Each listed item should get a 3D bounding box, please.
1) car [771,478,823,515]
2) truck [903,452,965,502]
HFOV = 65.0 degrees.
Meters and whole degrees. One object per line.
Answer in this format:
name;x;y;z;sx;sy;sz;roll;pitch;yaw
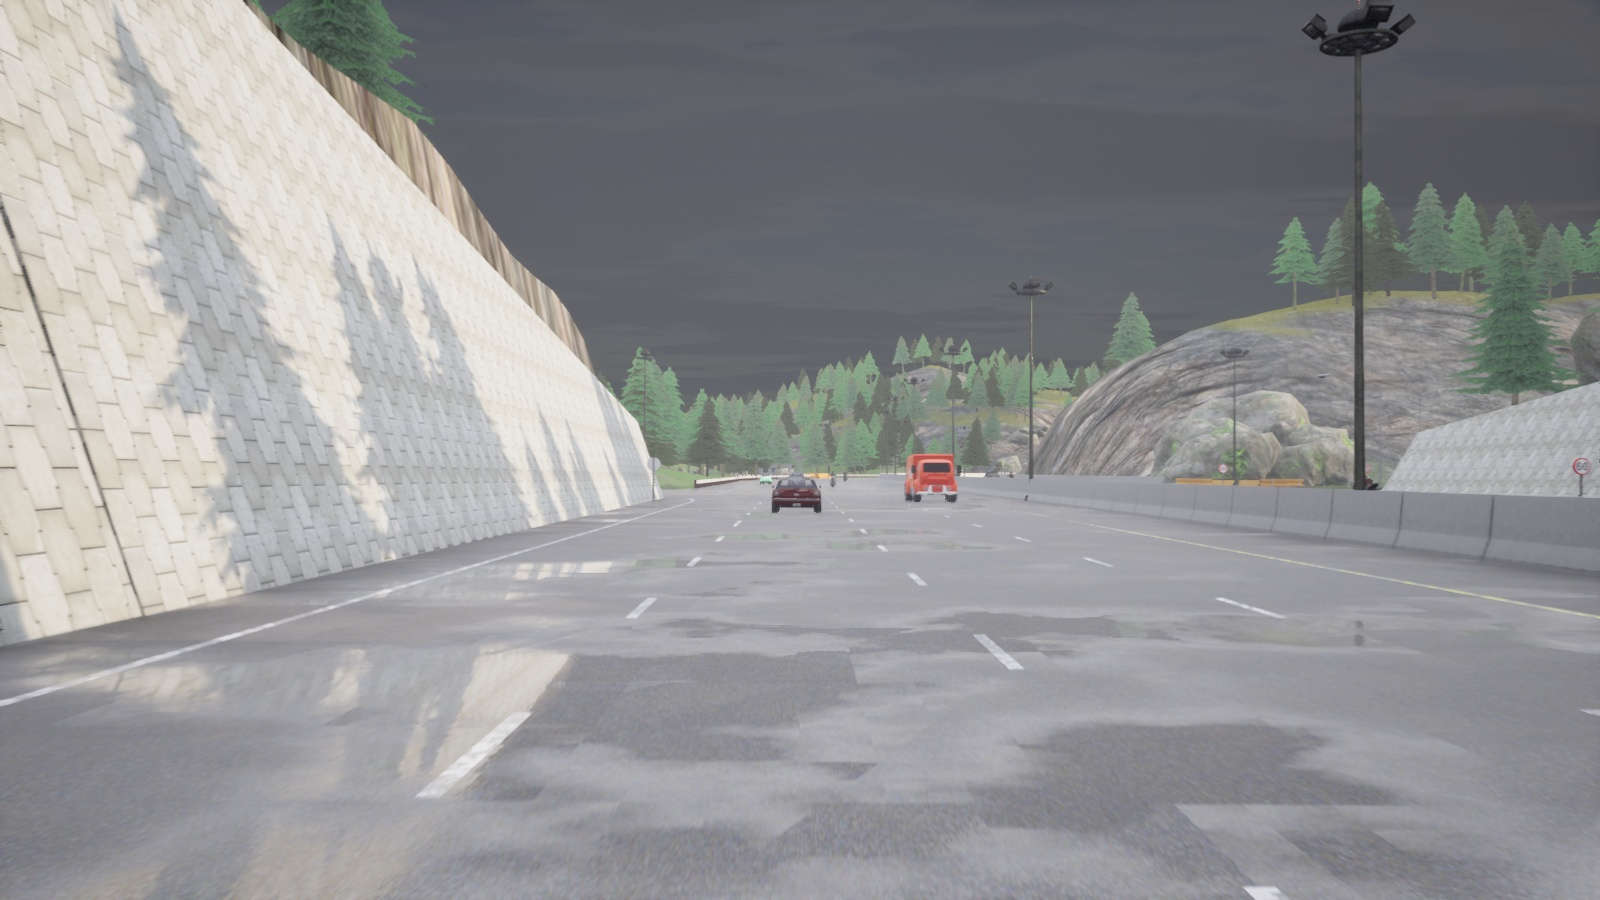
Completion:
car;-0.115;1.710;47.437;1.895;1.301;4.718;0;-1;0
truck;6.841;1.389;64.862;2.627;2.467;5.204;0;-1;0
